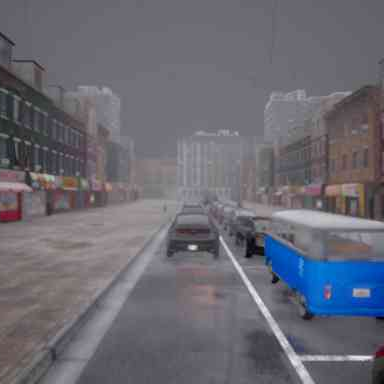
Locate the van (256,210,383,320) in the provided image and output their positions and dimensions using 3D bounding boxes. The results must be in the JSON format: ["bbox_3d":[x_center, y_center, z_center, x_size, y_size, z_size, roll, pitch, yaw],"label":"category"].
[{"bbox_3d":[2.649,1.340,7.039,1.690,1.788,3.998,1,0,0],"label":"van"}]

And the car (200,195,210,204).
[{"bbox_3d":[2.645,1.504,67.578,1.967,1.590,4.097,0,0,0],"label":"car"}]

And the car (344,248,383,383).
[{"bbox_3d":[2.648,1.440,1.535,1.967,1.590,4.097,1,0,0],"label":"car"}]

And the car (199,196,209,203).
[{"bbox_3d":[2.644,1.625,73.082,2.008,1.369,4.403,0,0,0],"label":"car"}]

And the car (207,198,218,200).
[{"bbox_3d":[2.645,1.596,34.557,1.802,1.307,4.206,0,0,0],"label":"car"}]

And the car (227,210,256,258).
[{"bbox_3d":[2.646,1.565,12.543,1.947,1.339,4.313,1,0,0],"label":"car"}]

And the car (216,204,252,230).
[{"bbox_3d":[2.646,1.552,18.046,2.008,1.369,4.403,1,0,0],"label":"car"}]

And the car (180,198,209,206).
[{"bbox_3d":[0.046,1.500,28.020,2.128,1.511,4.902,0,0,0],"label":"car"}]

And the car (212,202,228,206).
[{"bbox_3d":[2.646,1.587,23.549,1.802,1.307,4.206,1,0,0],"label":"car"}]

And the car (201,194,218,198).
[{"bbox_3d":[2.751,1.257,49.425,2.150,2.045,5.566,0,0,0],"label":"car"}]

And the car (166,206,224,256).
[{"bbox_3d":[0.046,1.506,13.023,1.837,1.490,4.892,0,0,0],"label":"car"}]

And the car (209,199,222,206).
[{"bbox_3d":[2.646,1.591,29.053,1.802,1.307,4.206,1,0,0],"label":"car"}]
